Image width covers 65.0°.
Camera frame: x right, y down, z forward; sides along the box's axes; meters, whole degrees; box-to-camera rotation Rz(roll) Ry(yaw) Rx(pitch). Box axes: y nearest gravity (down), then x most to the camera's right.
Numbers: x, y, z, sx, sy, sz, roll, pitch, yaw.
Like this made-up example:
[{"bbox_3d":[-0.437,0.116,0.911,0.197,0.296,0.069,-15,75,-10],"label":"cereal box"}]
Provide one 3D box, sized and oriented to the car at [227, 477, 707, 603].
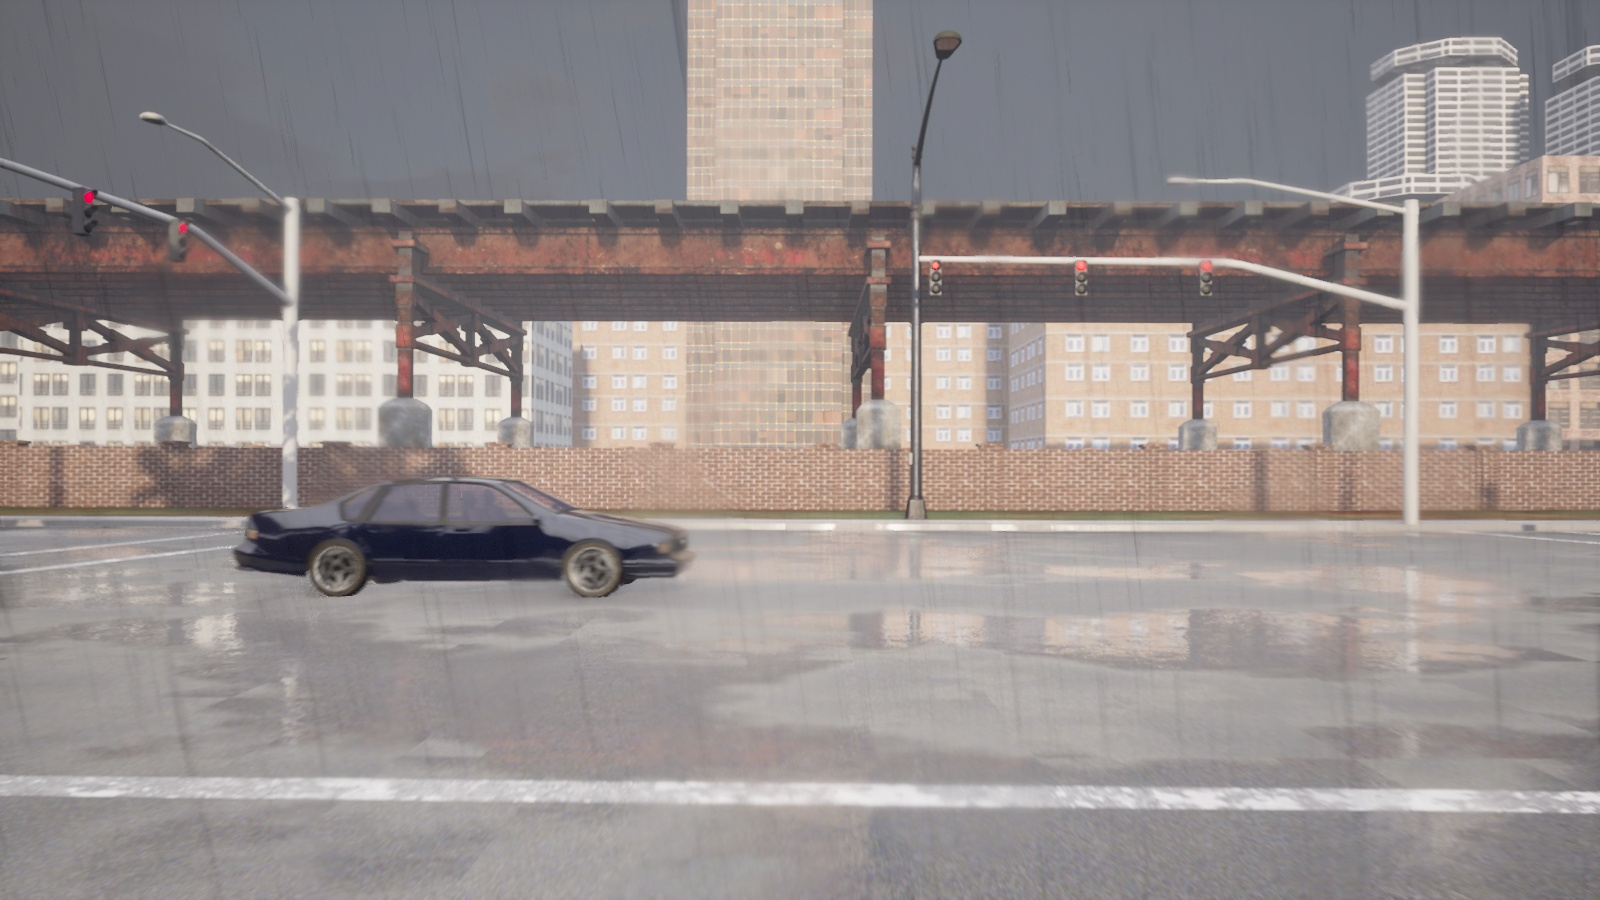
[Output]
[{"bbox_3d":[-3.926,1.061,15.482,5.357,1.411,2.033,0,-1,2],"label":"car"}]
